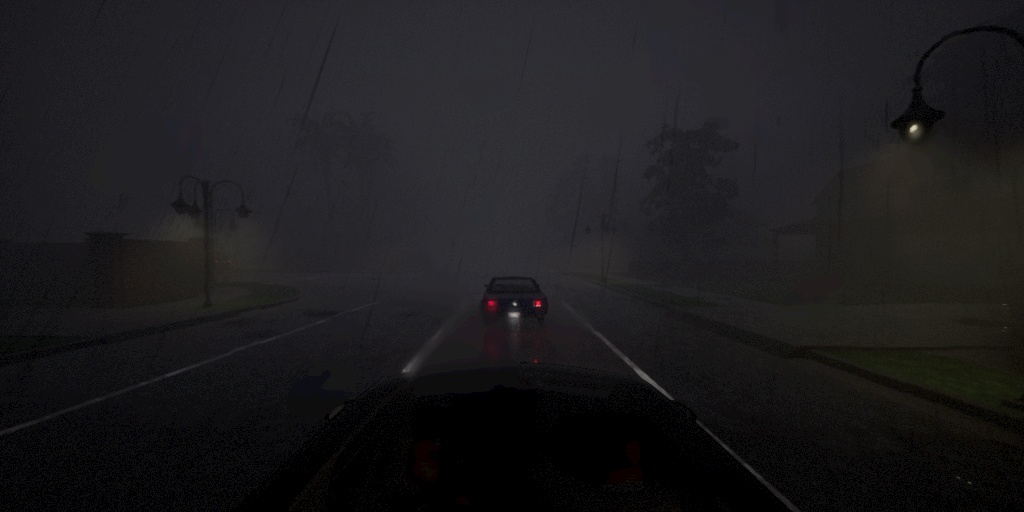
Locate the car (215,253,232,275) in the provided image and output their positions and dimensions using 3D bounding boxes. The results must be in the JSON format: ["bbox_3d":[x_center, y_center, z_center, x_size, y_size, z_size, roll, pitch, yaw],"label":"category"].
[{"bbox_3d":[-28.086,0.713,31.798,5.566,2.045,2.150,0,0,1],"label":"car"}]

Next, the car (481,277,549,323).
[{"bbox_3d":[0.000,1.331,12.014,1.895,1.301,4.718,0,0,-2],"label":"car"}]
